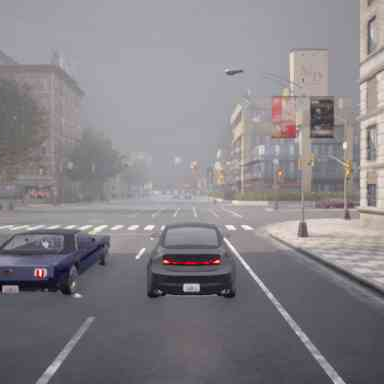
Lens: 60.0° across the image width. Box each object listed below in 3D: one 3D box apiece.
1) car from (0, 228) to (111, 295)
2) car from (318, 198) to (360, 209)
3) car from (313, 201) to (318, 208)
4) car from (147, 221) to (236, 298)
[{"bbox_3d":[-3.518,1.598,8.675,1.895,1.301,4.718,0,0,0],"label":"car"},{"bbox_3d":[19.325,1.589,42.839,4.718,1.301,1.895,0,0,0],"label":"car"},{"bbox_3d":[19.282,1.513,46.338,4.674,1.442,1.812,0,0,0],"label":"car"},{"bbox_3d":[-0.019,1.503,8.497,1.837,1.490,4.892,0,0,0],"label":"car"}]
